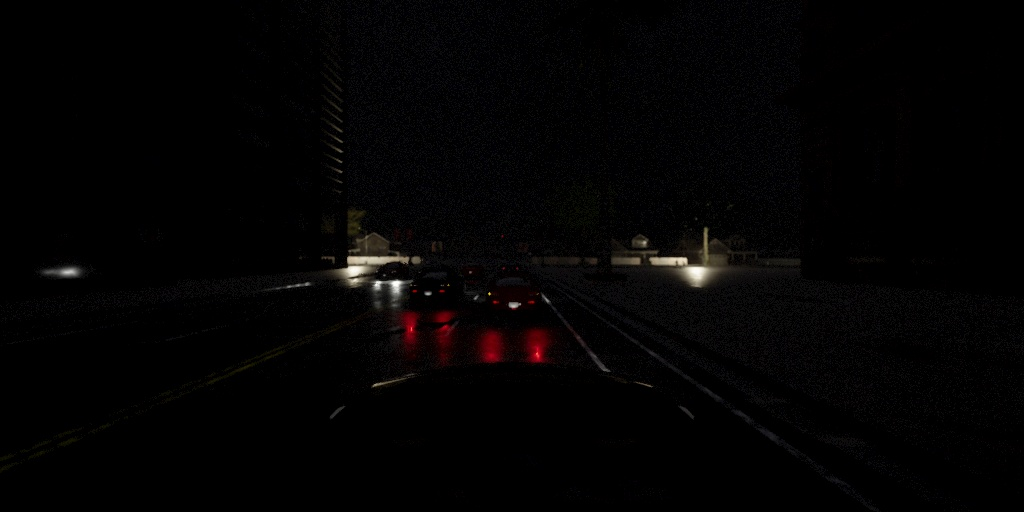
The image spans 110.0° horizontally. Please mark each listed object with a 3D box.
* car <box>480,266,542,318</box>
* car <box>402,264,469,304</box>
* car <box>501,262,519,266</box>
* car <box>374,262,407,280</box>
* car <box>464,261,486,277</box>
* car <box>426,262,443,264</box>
[{"bbox_3d":[0.041,1.258,12.813,1.812,1.442,4.674,0,0,0],"label":"car"},{"bbox_3d":[-3.229,1.255,16.028,1.812,1.442,4.674,0,0,0],"label":"car"},{"bbox_3d":[-0.163,1.207,30.463,2.128,1.511,4.902,0,0,-1],"label":"car"},{"bbox_3d":[-10.108,1.242,30.612,1.812,1.442,4.674,0,0,-1],"label":"car"},{"bbox_3d":[-3.435,1.192,31.866,1.882,1.535,5.008,0,0,-1],"label":"car"},{"bbox_3d":[-6.874,1.263,31.660,2.033,1.411,5.357,0,0,-1],"label":"car"}]
